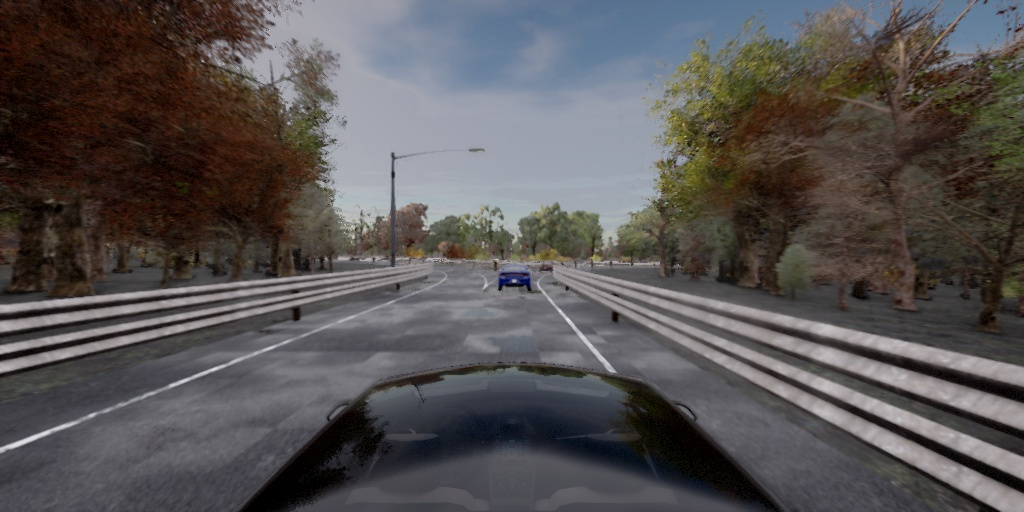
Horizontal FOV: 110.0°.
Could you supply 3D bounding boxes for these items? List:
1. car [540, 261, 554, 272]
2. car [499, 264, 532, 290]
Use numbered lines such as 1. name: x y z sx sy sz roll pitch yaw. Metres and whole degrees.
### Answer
1. car: 5.358 1.485 51.173 1.812 1.442 4.674 -1 -1 21
2. car: 0.225 1.252 22.550 1.882 1.535 5.008 0 0 2
